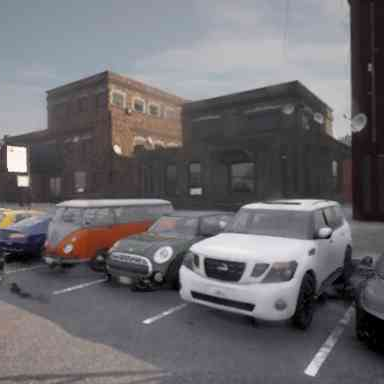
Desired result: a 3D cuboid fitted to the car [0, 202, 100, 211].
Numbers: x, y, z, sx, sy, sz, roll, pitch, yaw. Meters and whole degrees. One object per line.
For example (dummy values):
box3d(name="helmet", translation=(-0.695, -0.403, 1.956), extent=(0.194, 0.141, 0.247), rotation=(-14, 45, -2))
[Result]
box3d(name="car", translation=(-6.807, 1.427, 14.071), extent=(1.946, 1.575, 5.366), rotation=(0, 0, 36))

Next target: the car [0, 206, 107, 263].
box3d(name="car", translation=(-4.675, 1.483, 12.313), extent=(2.002, 1.452, 4.674), rotation=(0, 0, 36))

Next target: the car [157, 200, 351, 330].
box3d(name="car", translation=(2.038, 1.221, 7.473), extent=(2.435, 2.045, 5.566), rotation=(0, 0, 36))

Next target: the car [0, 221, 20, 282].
box3d(name="car", translation=(-6.309, 1.474, 7.902), extent=(4.892, 1.490, 1.837), rotation=(0, 0, 36))

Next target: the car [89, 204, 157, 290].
box3d(name="car", translation=(-0.171, 1.339, 9.128), extent=(2.185, 1.767, 4.553), rotation=(0, 0, 36))

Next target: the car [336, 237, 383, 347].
box3d(name="car", translation=(4.279, 1.509, 5.867), extent=(2.163, 1.488, 4.792), rotation=(0, 0, 36))
